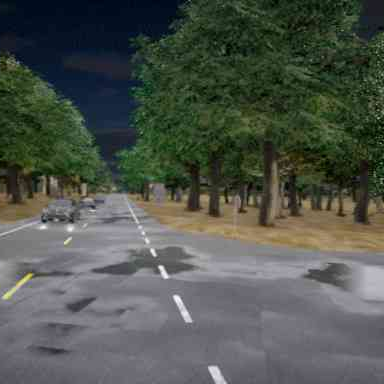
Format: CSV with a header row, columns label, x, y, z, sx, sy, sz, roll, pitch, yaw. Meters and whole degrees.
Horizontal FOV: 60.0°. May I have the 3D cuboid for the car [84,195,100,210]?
label,x,y,z,sx,sy,sz,roll,pitch,yaw
car,-13.101,1.449,41.912,1.812,1.442,4.674,1,0,-12

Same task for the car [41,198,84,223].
label,x,y,z,sx,sy,sz,roll,pitch,yaw
car,-9.338,1.258,24.010,2.097,1.767,4.553,1,0,-12

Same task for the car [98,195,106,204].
label,x,y,z,sx,sy,sz,roll,pitch,yaw
car,-17.184,1.333,61.700,2.097,1.767,4.553,1,0,-12
